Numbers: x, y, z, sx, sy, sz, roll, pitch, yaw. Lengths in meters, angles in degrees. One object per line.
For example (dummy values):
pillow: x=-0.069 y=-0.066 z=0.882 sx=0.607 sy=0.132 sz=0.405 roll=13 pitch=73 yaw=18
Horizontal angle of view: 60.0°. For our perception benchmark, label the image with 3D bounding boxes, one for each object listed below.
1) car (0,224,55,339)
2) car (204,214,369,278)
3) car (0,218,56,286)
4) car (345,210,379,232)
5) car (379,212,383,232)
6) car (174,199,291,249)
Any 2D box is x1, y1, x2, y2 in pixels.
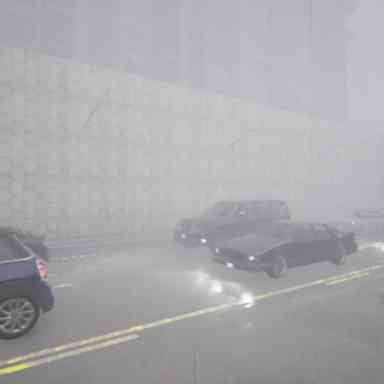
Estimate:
car: x=-4.608 y=1.362 z=4.984 sx=4.553 sy=1.767 sz=2.097 roll=0 pitch=0 yaw=-36
car: x=3.197 y=1.629 z=10.622 sx=5.357 sy=1.411 sz=2.033 roll=1 pitch=0 yaw=-36
car: x=-6.160 y=1.529 z=8.180 sx=4.892 sy=1.490 sz=1.837 roll=1 pitch=-1 yaw=-36
car: x=10.031 y=1.772 z=19.861 sx=4.718 sy=1.301 sz=1.895 roll=1 pitch=0 yaw=-36
car: x=11.585 y=1.684 z=16.661 sx=4.674 sy=1.442 sz=1.812 roll=0 pitch=0 yaw=-36
car: x=1.932 y=1.319 z=14.020 sx=5.566 sy=2.045 sz=2.150 roll=1 pitch=0 yaw=-36
